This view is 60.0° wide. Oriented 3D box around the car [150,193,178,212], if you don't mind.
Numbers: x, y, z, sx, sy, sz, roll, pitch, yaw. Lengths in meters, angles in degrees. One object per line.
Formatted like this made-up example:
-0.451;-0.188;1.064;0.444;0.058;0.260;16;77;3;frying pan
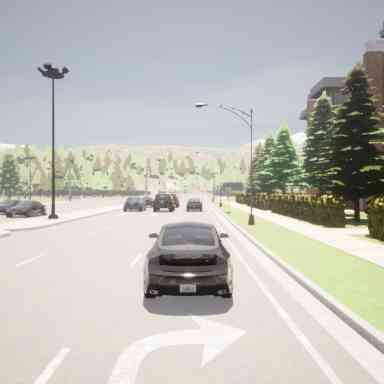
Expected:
-3.216;1.221;38.798;2.150;2.045;5.566;0;0;1;car

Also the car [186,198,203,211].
0.297;1.492;39.606;2.128;1.511;4.902;0;0;1;car

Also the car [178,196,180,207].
-3.054;1.221;49.441;2.150;2.045;5.566;0;0;1;car

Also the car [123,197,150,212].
-6.705;1.352;39.537;2.097;1.767;4.553;0;0;1;car

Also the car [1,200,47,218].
-14.924;1.526;30.274;1.812;1.442;4.674;0;0;1;car

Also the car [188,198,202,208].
0.450;1.564;49.671;1.994;1.385;4.181;0;0;1;car

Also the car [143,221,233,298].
-0.085;1.504;8.473;1.837;1.490;4.892;0;0;0;car

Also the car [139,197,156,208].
-6.554;1.505;49.464;1.837;1.490;4.892;0;0;1;car
